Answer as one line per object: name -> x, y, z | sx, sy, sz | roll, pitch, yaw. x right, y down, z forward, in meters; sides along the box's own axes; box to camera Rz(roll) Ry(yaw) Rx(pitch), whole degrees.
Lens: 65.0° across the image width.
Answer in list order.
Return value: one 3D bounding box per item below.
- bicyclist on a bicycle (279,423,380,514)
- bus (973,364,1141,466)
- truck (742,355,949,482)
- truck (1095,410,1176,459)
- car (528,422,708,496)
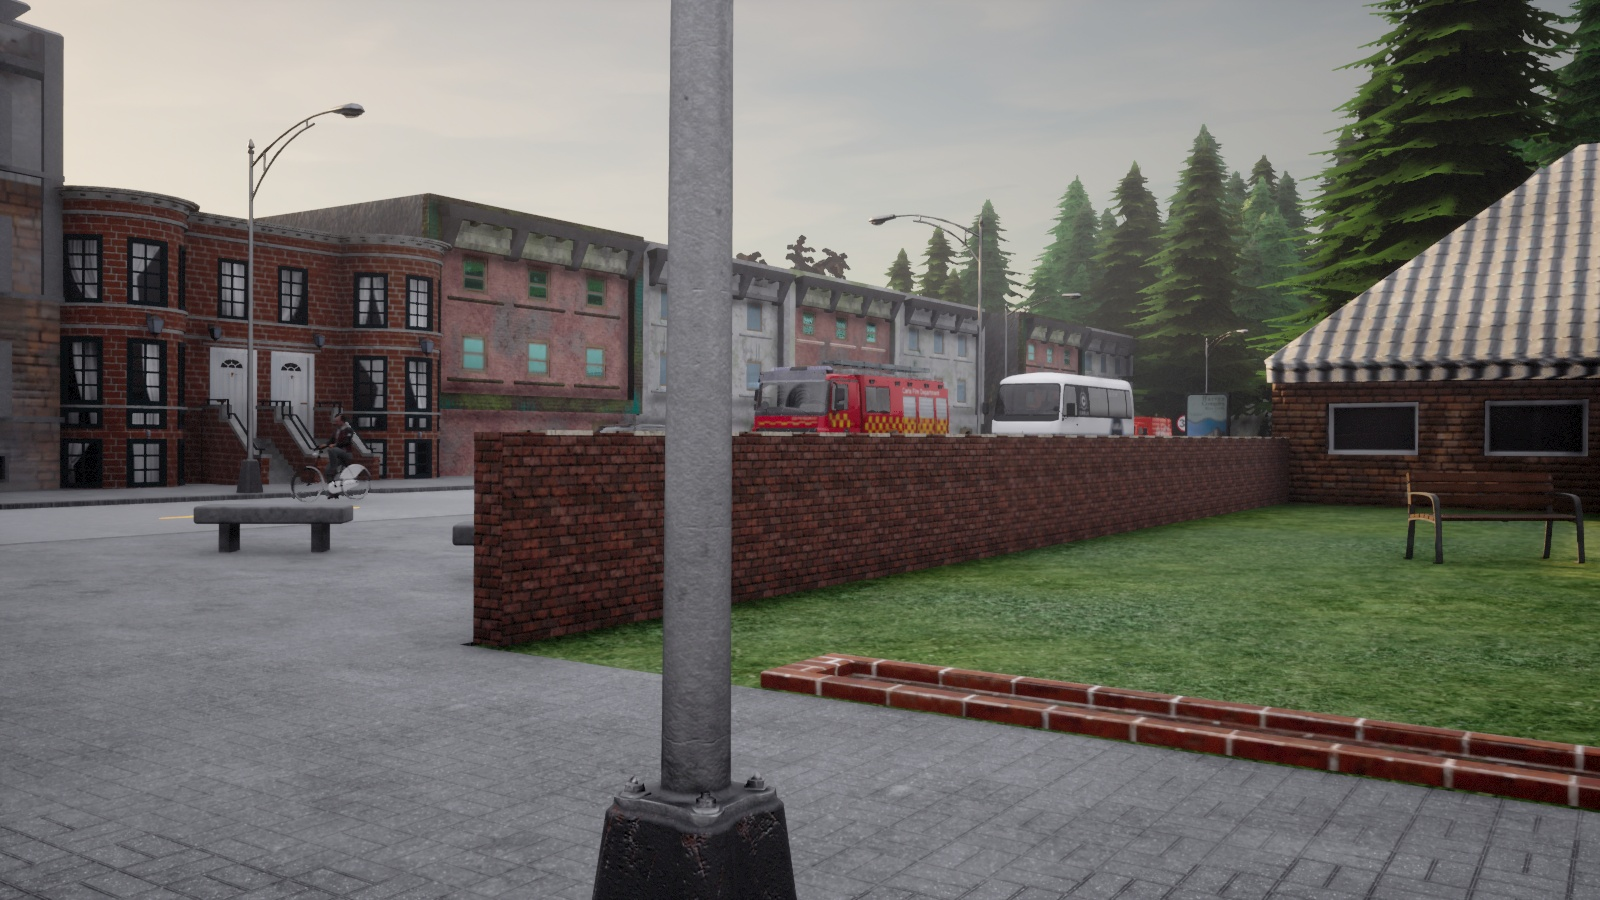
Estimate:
bicyclist on a bicycle -> -9.450, 0.343, 25.269 | 0.659, 1.776, 1.843 | 0, 1, 34
bus -> 11.945, -1.536, 57.365 | 3.944, 4.253, 10.273 | 0, 1, 33
truck -> 1.741, -1.024, 42.074 | 2.891, 3.827, 8.468 | 0, 1, 34
truck -> 17.688, -0.817, 66.006 | 2.627, 2.467, 5.204 | 0, 1, 33
car -> -4.611, 0.187, 32.551 | 2.097, 1.767, 4.553 | 0, 1, 34
